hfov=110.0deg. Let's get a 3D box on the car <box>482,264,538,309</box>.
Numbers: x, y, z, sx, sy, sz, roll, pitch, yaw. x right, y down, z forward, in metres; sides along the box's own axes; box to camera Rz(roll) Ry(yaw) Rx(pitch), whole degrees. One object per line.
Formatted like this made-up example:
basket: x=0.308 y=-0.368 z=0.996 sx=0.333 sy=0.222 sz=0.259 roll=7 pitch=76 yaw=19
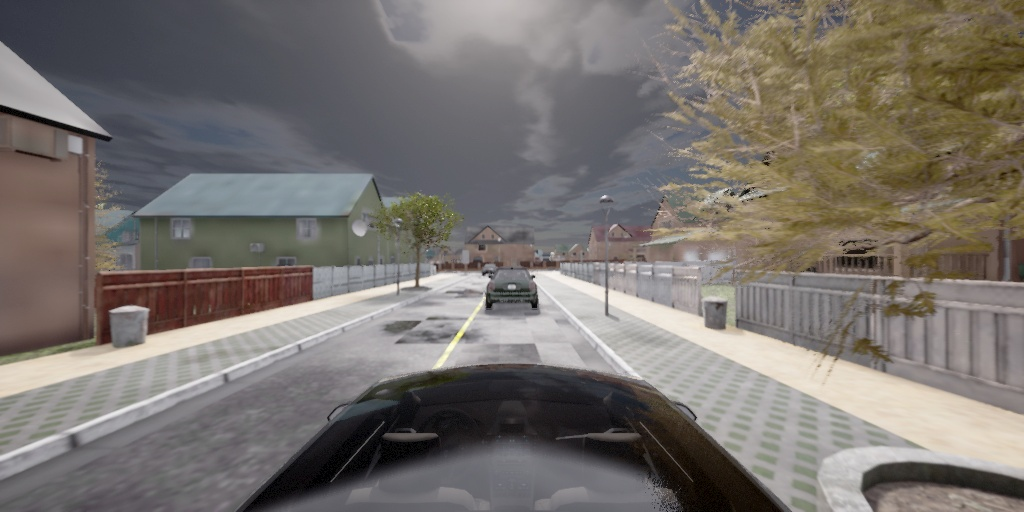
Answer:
car: x=-0.001 y=1.243 z=15.921 sx=2.097 sy=1.767 sz=4.553 roll=0 pitch=-1 yaw=0
